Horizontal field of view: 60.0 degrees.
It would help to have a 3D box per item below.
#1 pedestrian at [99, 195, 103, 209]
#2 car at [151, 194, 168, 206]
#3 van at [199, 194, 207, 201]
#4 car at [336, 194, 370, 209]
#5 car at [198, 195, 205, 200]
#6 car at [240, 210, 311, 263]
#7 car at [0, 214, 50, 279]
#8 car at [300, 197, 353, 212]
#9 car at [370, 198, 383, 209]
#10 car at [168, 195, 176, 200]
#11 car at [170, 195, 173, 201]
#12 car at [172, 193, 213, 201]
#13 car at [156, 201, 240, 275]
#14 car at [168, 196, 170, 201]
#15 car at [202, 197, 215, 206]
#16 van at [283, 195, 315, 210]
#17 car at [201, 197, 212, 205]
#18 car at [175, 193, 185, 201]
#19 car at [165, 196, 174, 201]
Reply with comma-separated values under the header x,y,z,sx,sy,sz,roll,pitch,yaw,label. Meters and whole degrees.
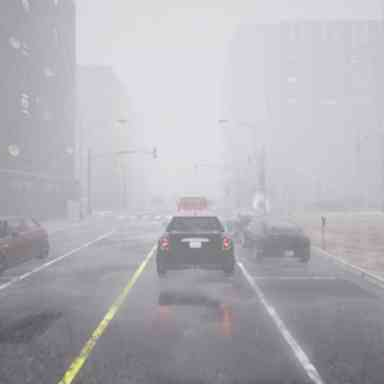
x,y,z,sx,sy,sz,roll,pitch,yaw,label
-12.526,1.355,45.599,0.375,1.860,0.375,0,0,0,pedestrian
-5.672,1.343,55.673,2.192,1.841,5.009,1,0,0,car
2.709,1.386,83.489,1.690,1.788,3.998,1,0,0,van
19.294,1.235,42.412,5.009,1.841,2.192,0,0,0,car
2.708,1.596,94.630,1.887,1.381,4.507,1,0,0,car
2.831,1.556,11.870,2.008,1.369,4.403,1,0,0,car
-5.807,1.444,9.635,1.967,1.590,4.097,1,0,0,car
13.705,1.419,34.070,4.206,1.307,1.802,0,0,0,car
24.823,1.423,42.370,4.507,1.381,1.887,0,0,0,car
-5.673,1.617,94.670,1.947,1.339,4.313,1,0,0,car
-2.998,1.256,67.646,2.150,2.045,5.566,0,0,0,car
0.089,1.232,21.838,2.150,2.045,5.566,0,0,0,car
0.098,1.360,10.659,2.097,1.767,4.553,0,0,0,car
-5.675,1.576,61.245,1.887,1.381,4.507,1,0,0,car
2.704,1.594,55.633,1.947,1.339,4.313,1,0,0,car
13.766,1.304,42.452,3.998,1.788,1.690,0,0,0,van
2.705,1.613,61.204,1.802,1.307,4.206,1,0,0,car
-2.995,1.269,83.466,2.150,2.045,5.566,0,0,0,car
-5.673,1.610,83.529,1.947,1.339,4.313,1,0,0,car
